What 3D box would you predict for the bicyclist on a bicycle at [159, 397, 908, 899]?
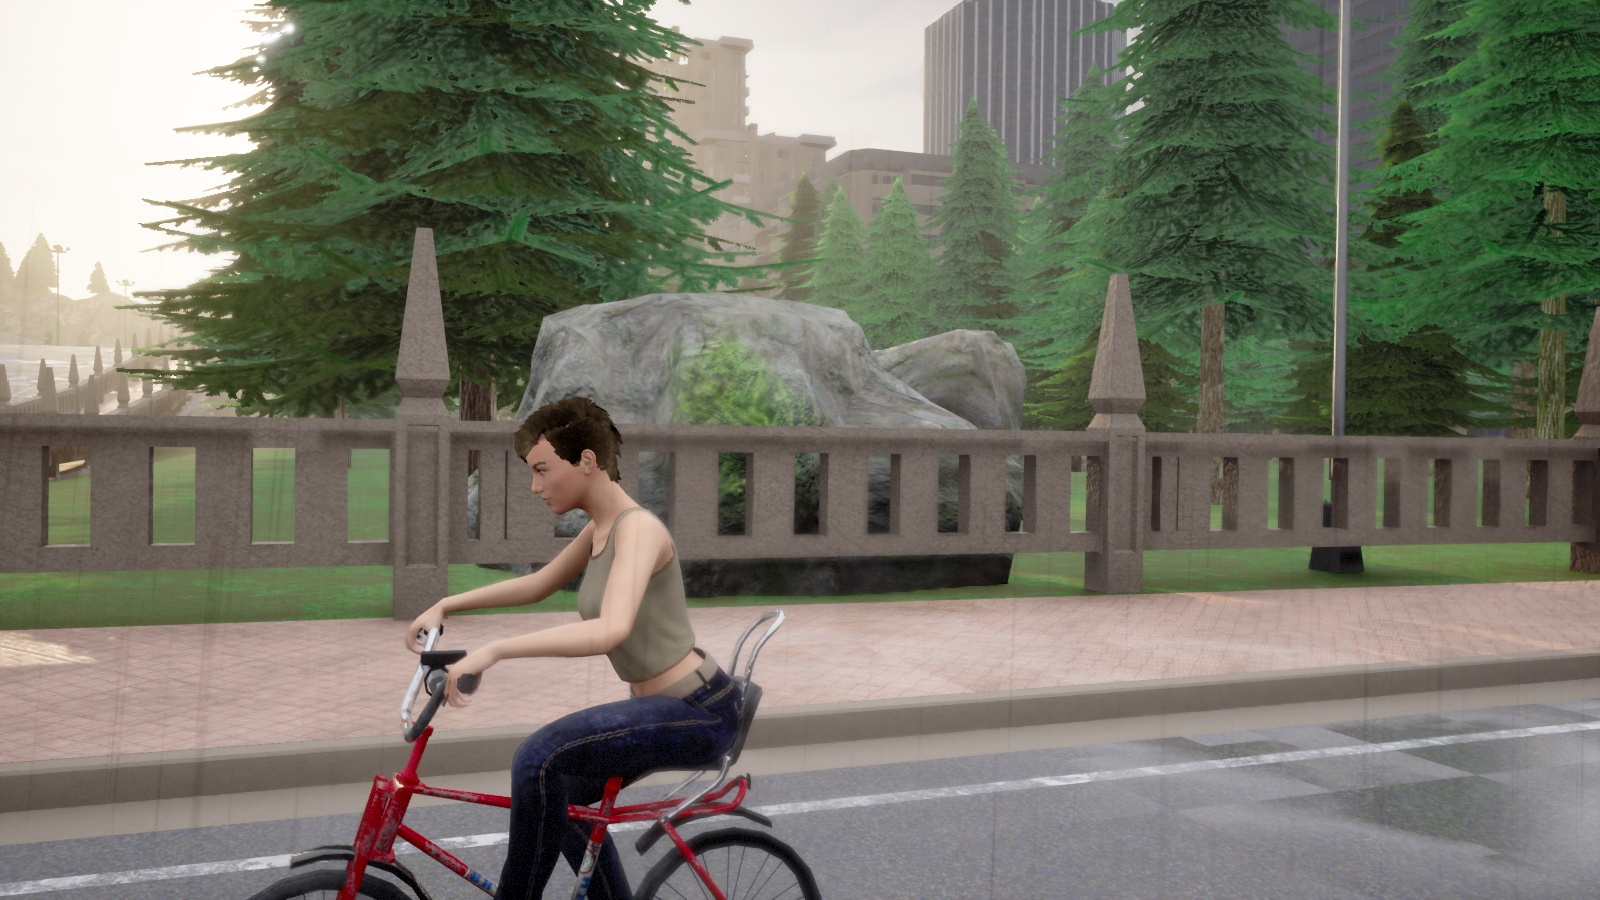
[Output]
[{"bbox_3d":[-0.616,0.692,2.999,1.509,1.612,0.866,-1,1,-20],"label":"bicyclist on a bicycle"}]
